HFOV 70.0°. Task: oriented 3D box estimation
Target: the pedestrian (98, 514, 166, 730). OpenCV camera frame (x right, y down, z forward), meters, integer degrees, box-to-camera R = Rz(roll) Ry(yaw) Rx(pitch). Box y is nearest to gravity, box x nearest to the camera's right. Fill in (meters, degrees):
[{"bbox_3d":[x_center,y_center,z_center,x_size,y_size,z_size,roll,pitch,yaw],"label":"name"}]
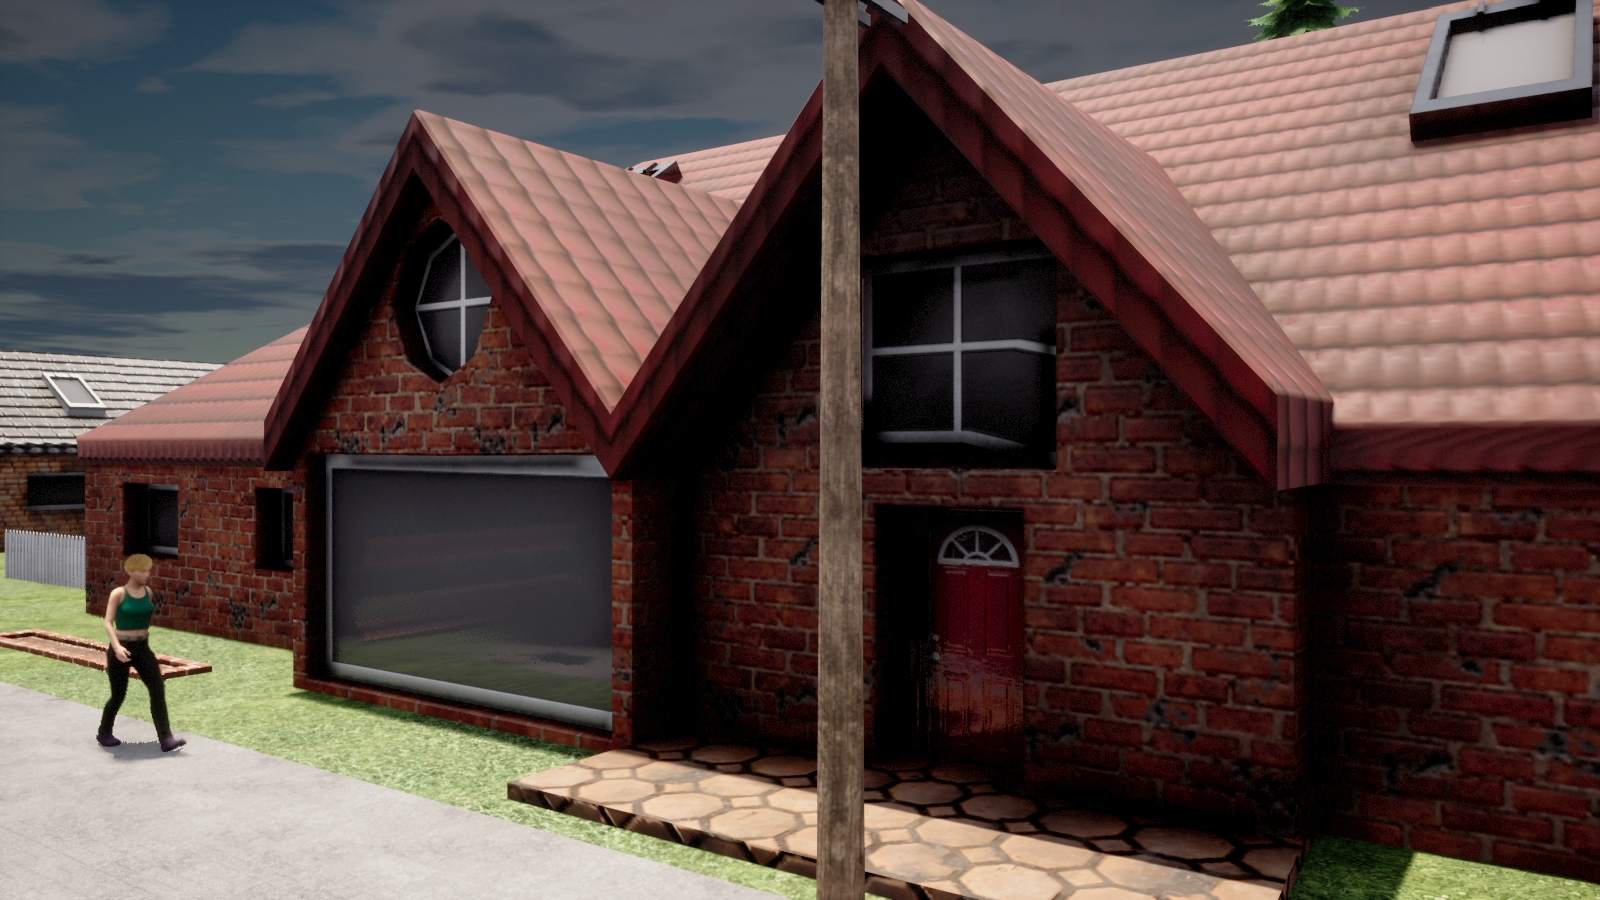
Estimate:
[{"bbox_3d":[-5.998,1.524,10.266,0.375,1.860,0.375,0,0,24],"label":"pedestrian"}]
